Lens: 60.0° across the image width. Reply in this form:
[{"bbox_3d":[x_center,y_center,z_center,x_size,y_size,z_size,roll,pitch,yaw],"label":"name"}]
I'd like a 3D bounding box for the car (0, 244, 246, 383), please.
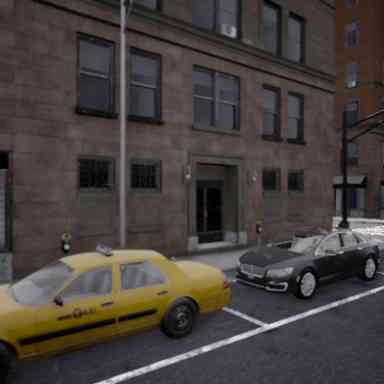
[{"bbox_3d":[-1.589,1.531,5.057,4.829,1.417,1.752,0,0,-36],"label":"car"}]

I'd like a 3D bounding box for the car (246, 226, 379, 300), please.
[{"bbox_3d":[3.035,1.574,8.370,4.403,1.369,2.008,0,0,-36],"label":"car"}]
